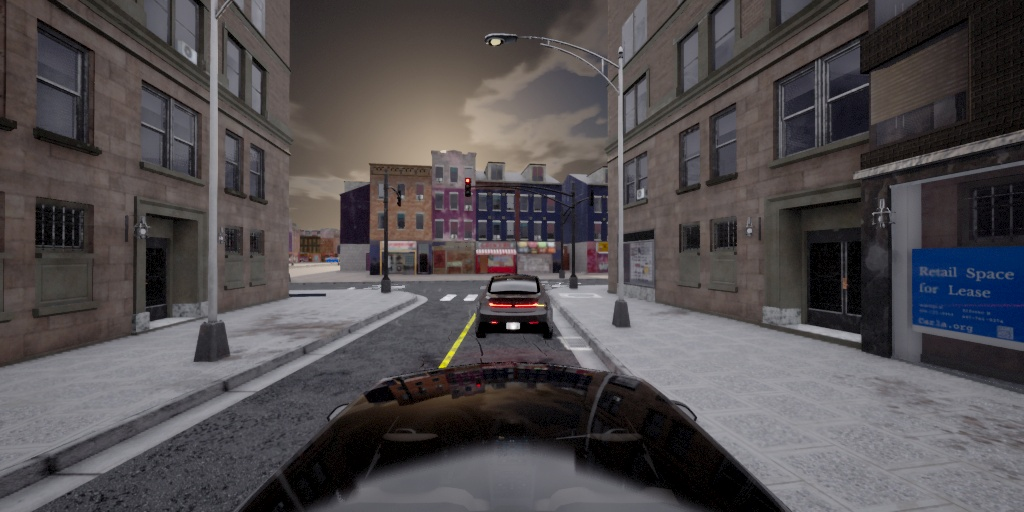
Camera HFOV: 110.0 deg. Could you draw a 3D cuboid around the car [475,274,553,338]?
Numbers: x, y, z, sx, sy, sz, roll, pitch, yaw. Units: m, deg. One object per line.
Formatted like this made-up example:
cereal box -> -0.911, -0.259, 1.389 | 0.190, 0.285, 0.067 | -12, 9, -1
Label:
car -> 0.096, 1.256, 10.129 | 1.837, 1.490, 4.892 | 0, 0, 2
